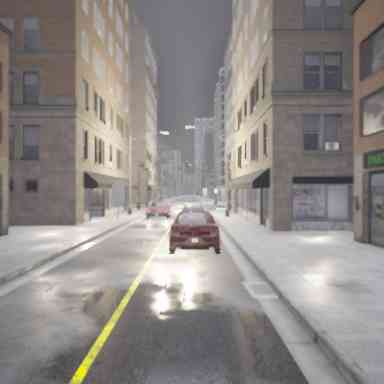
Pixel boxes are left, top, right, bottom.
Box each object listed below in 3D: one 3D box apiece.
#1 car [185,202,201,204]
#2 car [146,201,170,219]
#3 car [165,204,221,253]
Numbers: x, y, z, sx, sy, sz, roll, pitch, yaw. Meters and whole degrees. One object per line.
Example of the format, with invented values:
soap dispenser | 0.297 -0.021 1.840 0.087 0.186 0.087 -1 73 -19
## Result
car | 0.098 1.604 30.288 1.895 1.301 4.718 0 0 0
car | -2.809 1.527 28.830 1.812 1.442 4.674 0 0 0
car | 0.100 1.475 13.708 1.882 1.535 5.008 0 0 0
